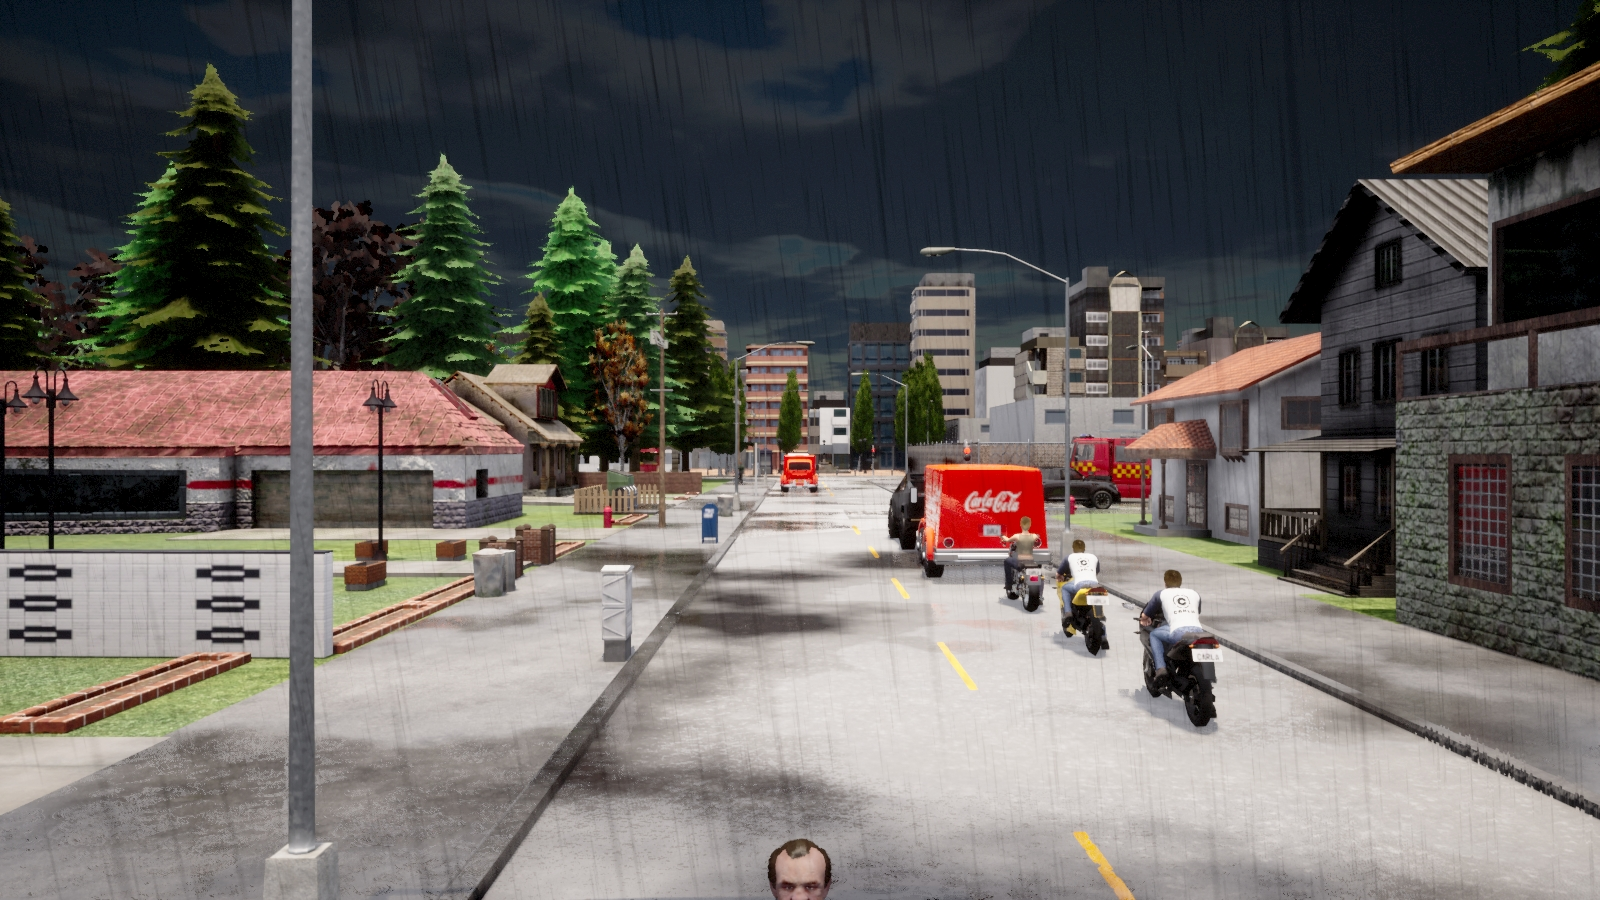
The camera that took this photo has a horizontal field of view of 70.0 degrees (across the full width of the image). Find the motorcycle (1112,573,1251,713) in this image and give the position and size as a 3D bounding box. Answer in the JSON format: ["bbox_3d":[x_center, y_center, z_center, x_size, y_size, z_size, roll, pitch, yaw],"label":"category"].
[{"bbox_3d":[3.999,1.993,12.153,0.803,1.145,2.033,0,0,0],"label":"motorcycle"}]

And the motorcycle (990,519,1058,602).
[{"bbox_3d":[3.997,1.950,20.606,0.764,1.277,2.356,0,0,0],"label":"motorcycle"}]

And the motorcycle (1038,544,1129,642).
[{"bbox_3d":[3.995,1.993,16.270,0.803,1.145,2.033,0,0,0],"label":"motorcycle"}]

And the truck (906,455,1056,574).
[{"bbox_3d":[3.998,1.348,26.317,2.627,2.467,5.204,0,0,0],"label":"truck"}]

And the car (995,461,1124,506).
[{"bbox_3d":[12.233,1.559,54.031,5.566,2.045,2.150,0,0,-3],"label":"car"}]

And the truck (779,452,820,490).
[{"bbox_3d":[-0.044,1.348,76.503,2.627,2.467,5.204,0,0,0],"label":"truck"}]

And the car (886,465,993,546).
[{"bbox_3d":[3.989,1.534,33.871,2.390,2.098,6.274,0,0,0],"label":"car"}]

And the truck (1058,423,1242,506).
[{"bbox_3d":[17.611,0.681,57.625,8.468,3.827,2.891,2,0,26],"label":"truck"}]
